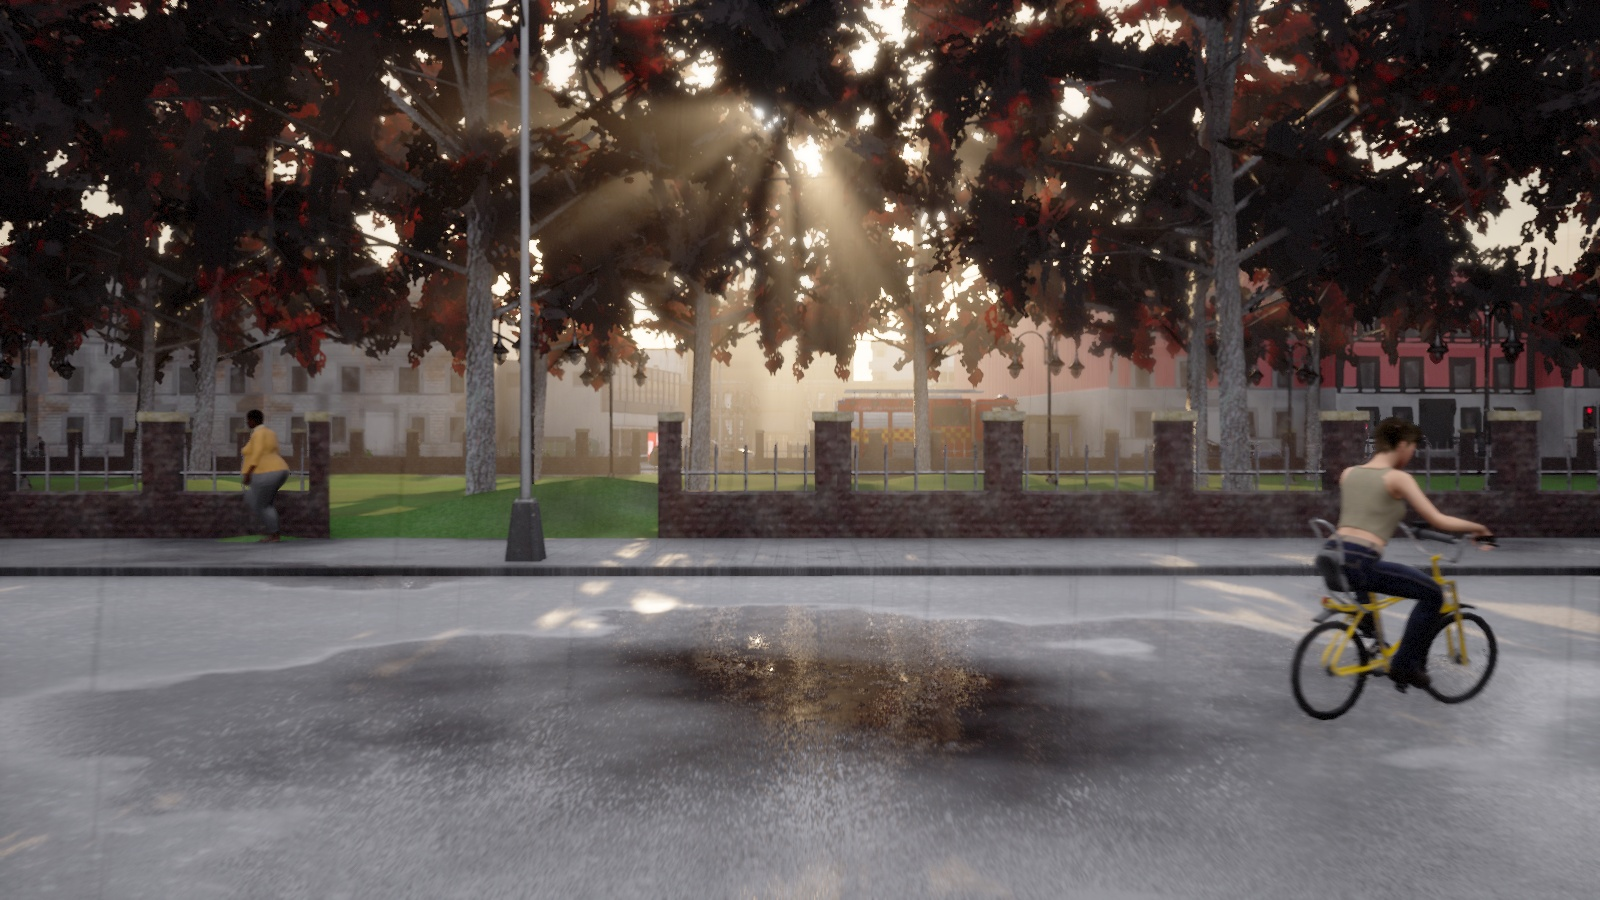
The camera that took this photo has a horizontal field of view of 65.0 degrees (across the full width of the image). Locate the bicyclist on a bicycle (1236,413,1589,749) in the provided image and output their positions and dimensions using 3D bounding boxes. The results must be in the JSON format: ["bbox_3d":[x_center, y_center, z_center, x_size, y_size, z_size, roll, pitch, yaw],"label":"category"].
[{"bbox_3d":[3.294,0.631,6.793,1.509,1.612,0.866,0,3,-23],"label":"bicyclist on a bicycle"}]

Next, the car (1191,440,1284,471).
[{"bbox_3d":[21.175,0.240,60.921,3.806,1.475,1.970,0,0,0],"label":"car"}]

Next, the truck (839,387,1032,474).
[{"bbox_3d":[6.040,-0.871,56.971,8.468,3.827,2.891,0,0,0],"label":"truck"}]

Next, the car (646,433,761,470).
[{"bbox_3d":[-4.349,0.064,57.022,5.027,1.651,2.152,0,0,0],"label":"car"}]

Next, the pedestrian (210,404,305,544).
[{"bbox_3d":[-7.367,0.313,17.096,0.900,1.855,0.874,0,0,0],"label":"pedestrian"}]

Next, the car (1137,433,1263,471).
[{"bbox_3d":[18.076,0.083,56.930,5.027,1.651,2.152,0,0,0],"label":"car"}]
